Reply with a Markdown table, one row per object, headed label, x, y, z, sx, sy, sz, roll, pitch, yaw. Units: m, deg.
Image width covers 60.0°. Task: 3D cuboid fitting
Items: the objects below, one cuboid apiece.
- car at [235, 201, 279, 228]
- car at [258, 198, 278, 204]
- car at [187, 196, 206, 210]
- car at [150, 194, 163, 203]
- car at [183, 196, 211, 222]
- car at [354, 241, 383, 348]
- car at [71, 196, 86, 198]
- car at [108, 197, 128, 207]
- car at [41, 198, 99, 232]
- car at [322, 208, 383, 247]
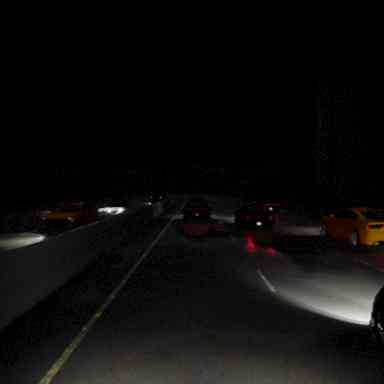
| label | x | y | z | sx | sy | sz | roll | pitch | yaw |
| --- | --- | --- | --- | --- | --- | --- | --- | --- | --- |
| car | 3.827 | 1.486 | 21.043 | 1.895 | 1.301 | 4.718 | 0 | 0 | 1 |
| car | 7.473 | 1.340 | 33.734 | 1.837 | 1.490 | 4.892 | 0 | 0 | 1 |
| car | 0.558 | 1.286 | 41.102 | 2.128 | 1.511 | 4.902 | 0 | 0 | 1 |
| car | -6.349 | 1.081 | 60.804 | 2.097 | 1.767 | 4.553 | 0 | 0 | 1 |
| car | 0.368 | 1.339 | 24.586 | 1.882 | 1.535 | 5.008 | 0 | 0 | 1 |
| car | 3.677 | 1.549 | 3.319 | 1.994 | 1.385 | 4.181 | 0 | 0 | 0 |
| car | -13.651 | 1.278 | 39.547 | 1.837 | 1.490 | 4.892 | 0 | 0 | 1 |
| car | -10.078 | 1.361 | 45.413 | 1.895 | 1.301 | 4.718 | 0 | 0 | 1 |
| car | -6.893 | 1.352 | 19.284 | 1.882 | 1.535 | 5.008 | 0 | 0 | 1 |
| car | 7.254 | 1.404 | 14.308 | 1.882 | 1.535 | 5.008 | 0 | 0 | 1 |
